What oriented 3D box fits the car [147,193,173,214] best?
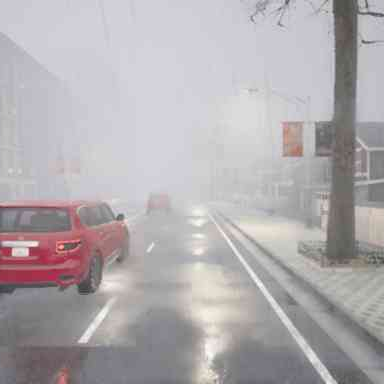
[{"bbox_3d":[-3.157,1.069,32.971,2.150,2.045,5.566,0,0,0],"label":"car"}]

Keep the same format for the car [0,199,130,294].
[{"bbox_3d":[-3.149,1.184,8.785,2.150,2.045,5.566,0,0,0],"label":"car"}]
